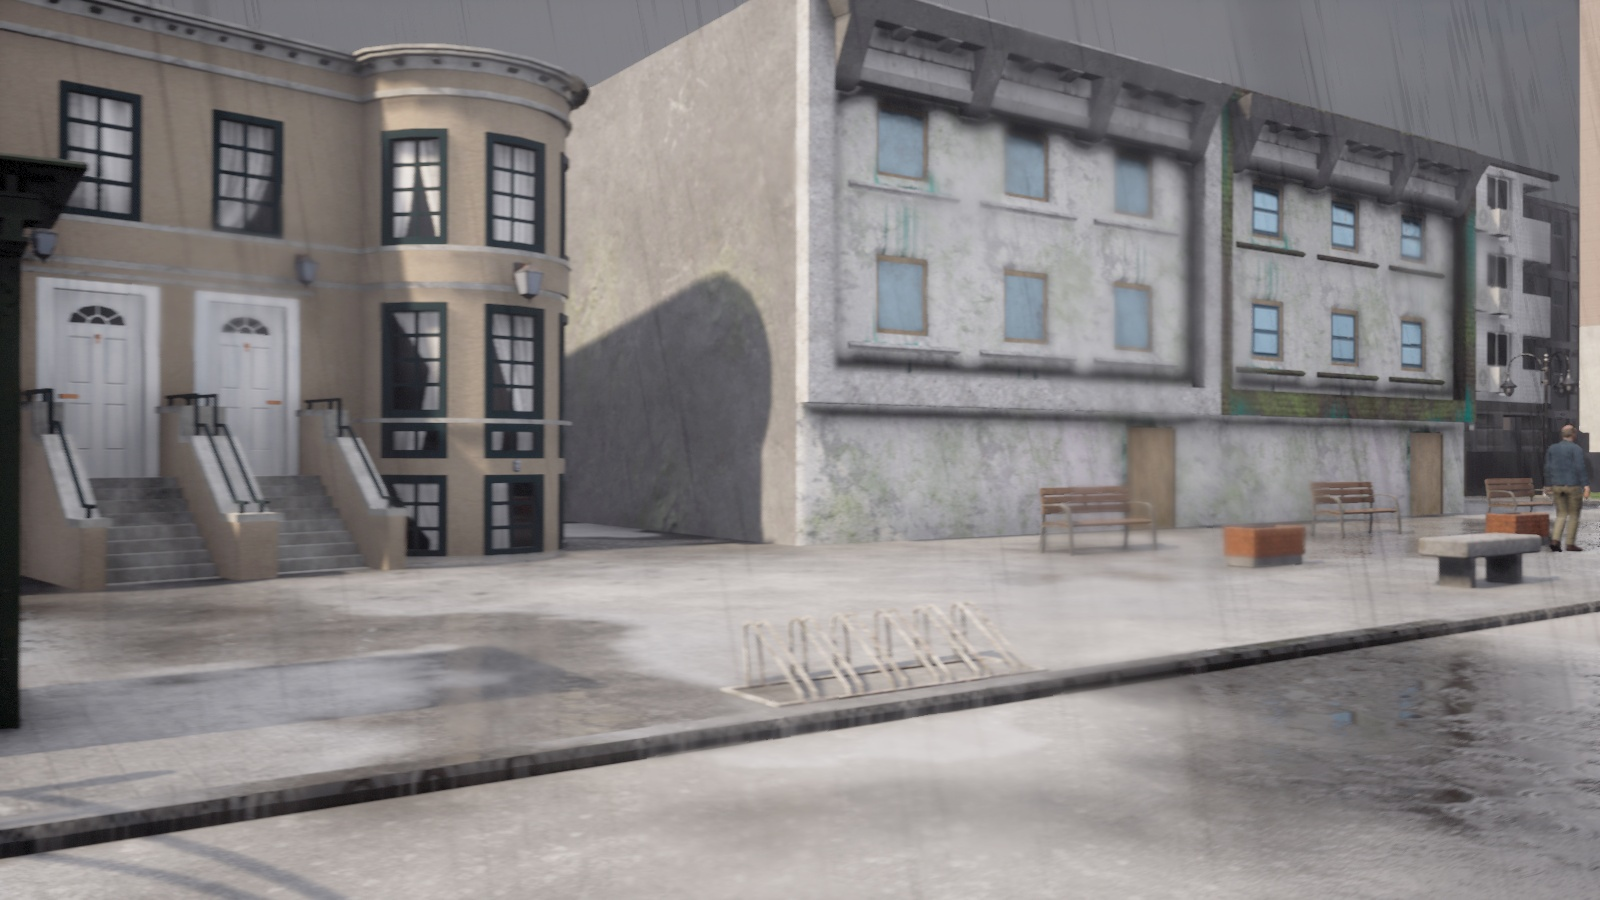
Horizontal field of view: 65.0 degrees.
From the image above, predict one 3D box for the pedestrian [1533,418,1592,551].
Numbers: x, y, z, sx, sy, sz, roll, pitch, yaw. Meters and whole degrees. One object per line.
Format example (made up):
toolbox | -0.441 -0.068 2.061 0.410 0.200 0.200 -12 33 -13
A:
pedestrian | 10.779 0.475 17.760 0.726 1.842 0.402 0 0 -29
